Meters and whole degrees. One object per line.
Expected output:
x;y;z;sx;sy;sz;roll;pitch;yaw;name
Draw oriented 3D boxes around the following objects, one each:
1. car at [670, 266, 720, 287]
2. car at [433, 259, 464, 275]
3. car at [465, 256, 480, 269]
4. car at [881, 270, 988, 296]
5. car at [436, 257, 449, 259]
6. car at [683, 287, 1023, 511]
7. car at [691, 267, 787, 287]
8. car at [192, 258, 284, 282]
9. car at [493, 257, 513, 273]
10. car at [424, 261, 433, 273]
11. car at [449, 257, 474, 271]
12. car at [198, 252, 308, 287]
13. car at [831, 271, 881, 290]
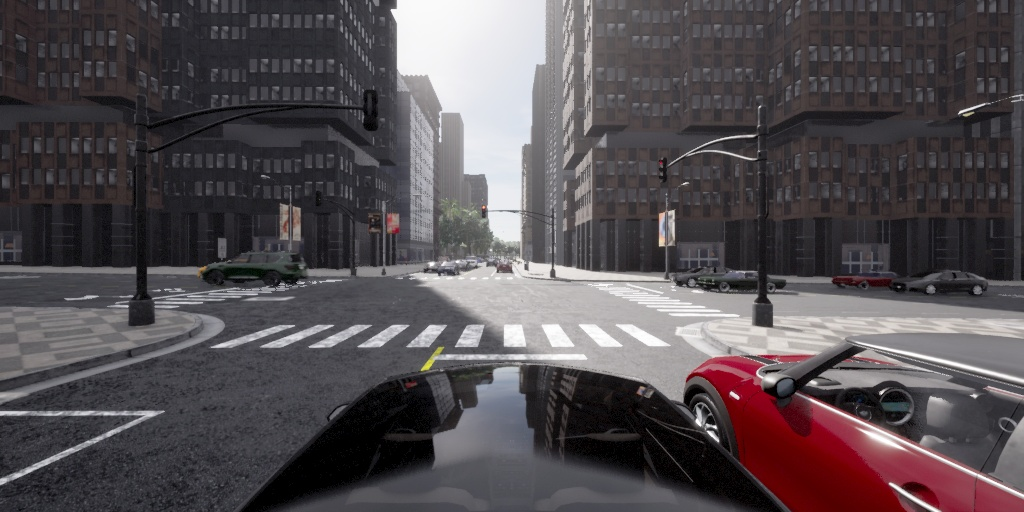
13.854;1.476;25.598;4.892;1.490;1.837;1;0;-1;car
-6.684;1.294;38.334;2.033;1.411;5.357;0;0;-1;car
-6.961;1.015;59.232;2.150;2.045;5.566;0;0;0;car
26.684;1.660;22.512;4.892;1.490;1.837;-1;0;-1;car
-9.502;1.084;48.851;2.192;1.841;5.009;0;0;-1;car
2.761;1.190;2.173;1.967;1.591;4.097;0;0;0;car
14.161;1.580;22.352;4.718;1.301;1.895;1;0;-3;car
-19.103;0.981;25.170;5.008;1.535;1.882;1;0;-1;car
-0.904;1.198;43.539;1.967;1.591;4.097;0;0;-1;car
-9.428;1.324;43.426;1.948;1.339;4.313;0;0;-1;car
-6.831;1.261;48.601;2.128;1.511;4.902;0;0;-1;car
-15.565;0.778;21.964;5.566;2.045;2.150;1;0;-1;car
25.878;1.746;25.747;4.718;1.301;1.895;1;0;-2;car
